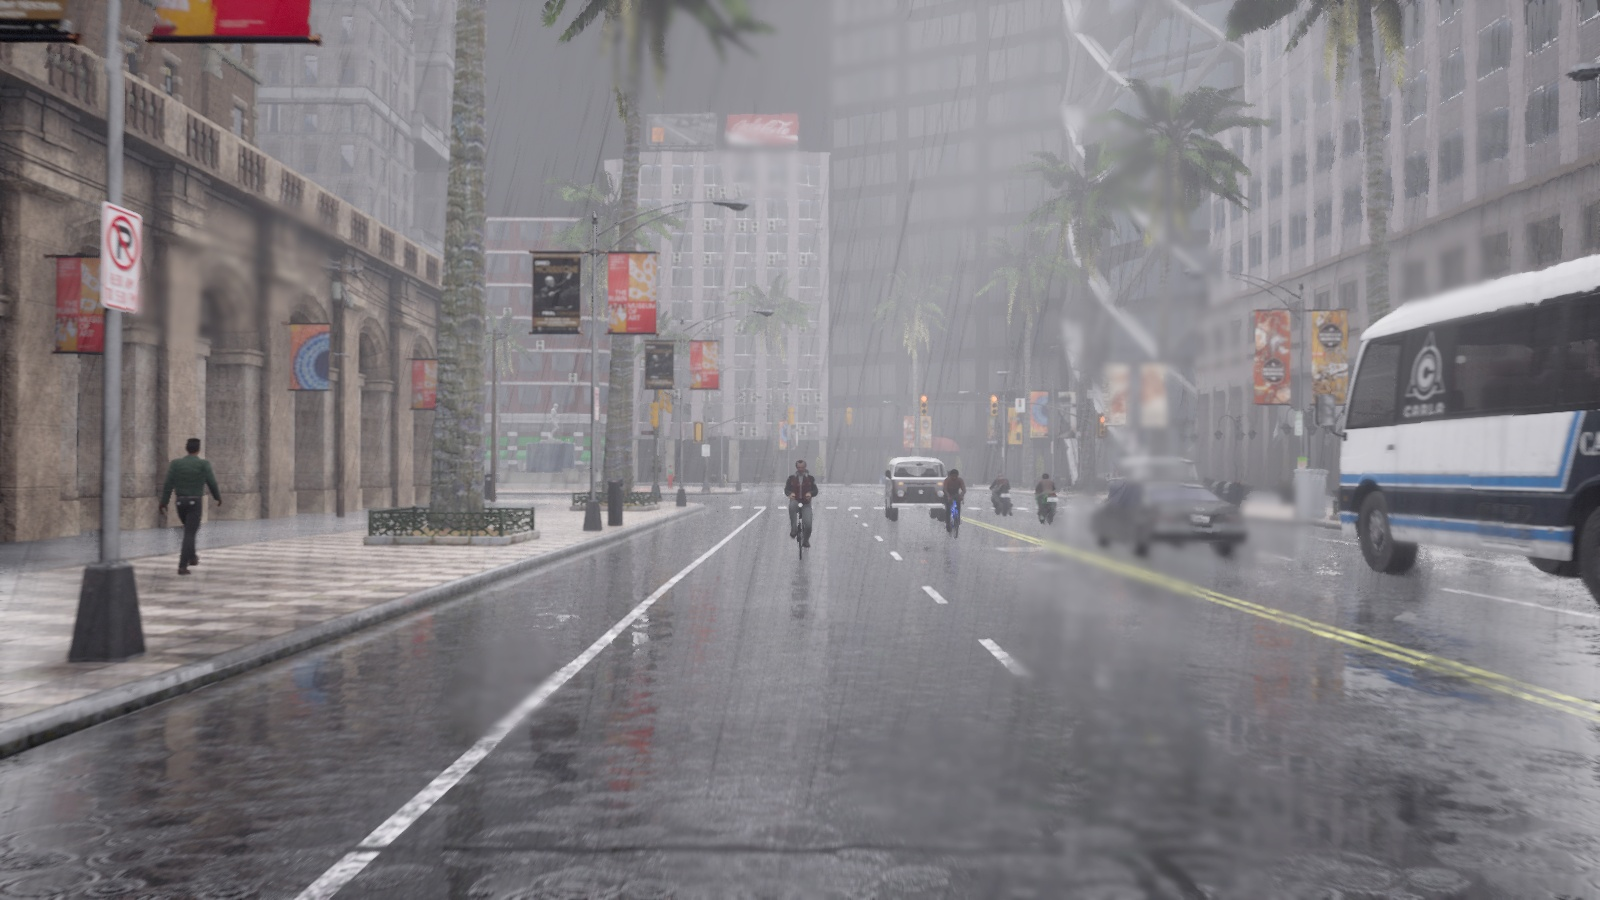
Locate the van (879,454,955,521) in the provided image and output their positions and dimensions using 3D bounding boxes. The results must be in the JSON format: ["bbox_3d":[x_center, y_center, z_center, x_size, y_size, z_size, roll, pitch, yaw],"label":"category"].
[{"bbox_3d":[3.694,1.204,40.428,2.069,2.038,4.480,0,-2,0],"label":"van"}]

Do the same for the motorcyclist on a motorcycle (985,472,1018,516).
[{"bbox_3d":[7.240,1.577,45.207,0.866,1.530,2.191,0,-1,0],"label":"motorcyclist on a motorcycle"}]

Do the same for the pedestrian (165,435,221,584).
[{"bbox_3d":[-8.111,0.785,16.806,0.423,1.949,0.788,0,-1,-6],"label":"pedestrian"}]

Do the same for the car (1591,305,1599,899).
[{"bbox_3d":[3.496,0.537,1.031,2.150,2.045,5.566,0,-1,0],"label":"car"}]

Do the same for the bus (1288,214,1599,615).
[{"bbox_3d":[10.470,-0.325,16.691,3.944,4.253,10.273,0,-1,0],"label":"bus"}]

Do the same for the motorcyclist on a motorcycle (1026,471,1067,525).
[{"bbox_3d":[7.163,1.380,36.597,0.797,1.523,2.044,0,-1,0],"label":"motorcyclist on a motorcycle"}]

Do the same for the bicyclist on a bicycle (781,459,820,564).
[{"bbox_3d":[0.020,1.056,22.193,0.659,1.776,1.843,0,-1,1],"label":"bicyclist on a bicycle"}]

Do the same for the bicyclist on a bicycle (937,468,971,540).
[{"bbox_3d":[3.589,1.243,29.302,0.582,1.620,1.656,0,-1,0],"label":"bicyclist on a bicycle"}]

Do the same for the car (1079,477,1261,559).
[{"bbox_3d":[7.054,1.246,24.616,2.033,1.411,5.357,0,-1,1],"label":"car"}]

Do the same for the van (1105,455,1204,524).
[{"bbox_3d":[10.676,1.163,38.178,1.775,1.987,4.442,0,-1,0],"label":"van"}]
